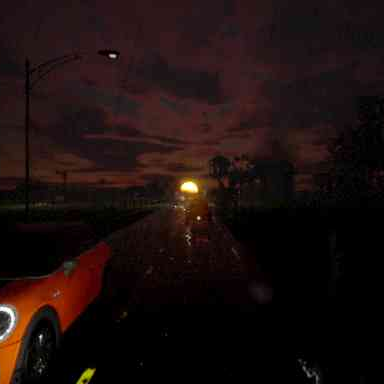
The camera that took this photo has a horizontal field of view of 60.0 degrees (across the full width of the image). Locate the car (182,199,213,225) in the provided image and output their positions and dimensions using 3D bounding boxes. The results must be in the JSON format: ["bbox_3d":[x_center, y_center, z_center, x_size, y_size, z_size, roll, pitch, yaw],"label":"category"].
[{"bbox_3d":[0.483,1.486,24.267,1.837,1.490,4.892,0,-1,1],"label":"car"}]

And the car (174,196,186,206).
[{"bbox_3d":[-1.936,1.486,55.246,2.128,1.511,4.902,0,0,1],"label":"car"}]

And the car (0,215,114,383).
[{"bbox_3d":[-2.741,1.348,5.265,2.097,1.767,4.553,0,0,1],"label":"car"}]
